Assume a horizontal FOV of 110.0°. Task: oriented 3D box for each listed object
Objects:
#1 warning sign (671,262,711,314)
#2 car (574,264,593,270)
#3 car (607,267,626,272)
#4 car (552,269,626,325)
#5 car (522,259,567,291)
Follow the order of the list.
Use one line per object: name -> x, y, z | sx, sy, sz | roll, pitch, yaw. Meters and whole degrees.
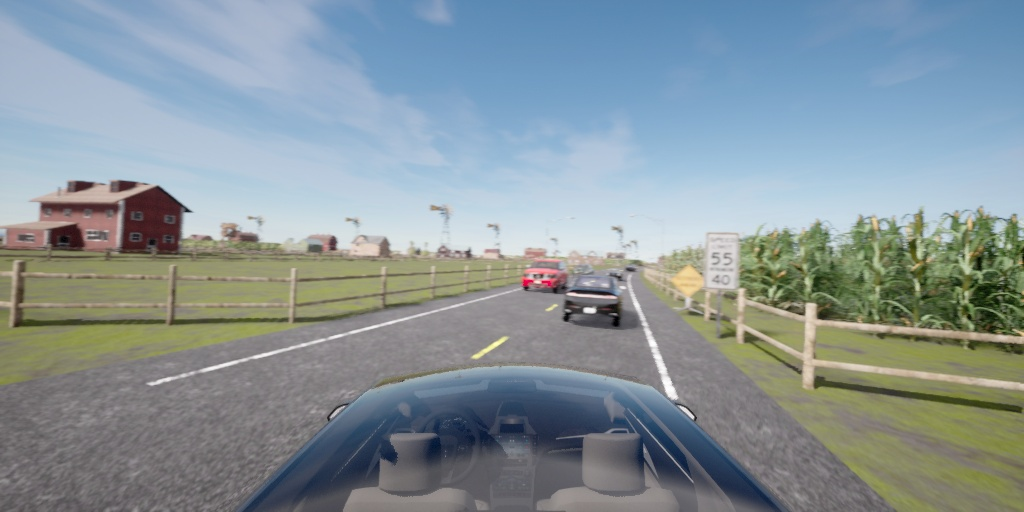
warning sign -> 7.002, 1.272, 14.315 | 1.300, 1.860, 1.060 | 0, 0, 17
car -> 8.765, 1.763, 43.821 | 2.097, 1.767, 4.553 | 3, 0, 18
car -> 11.954, 2.145, 41.984 | 1.895, 1.301, 4.718 | 3, 0, 18
car -> 3.030, 1.454, 13.035 | 2.128, 1.511, 4.902 | 3, 0, 17
car -> 2.288, 1.208, 23.366 | 2.150, 2.045, 5.566 | 3, 0, 17
